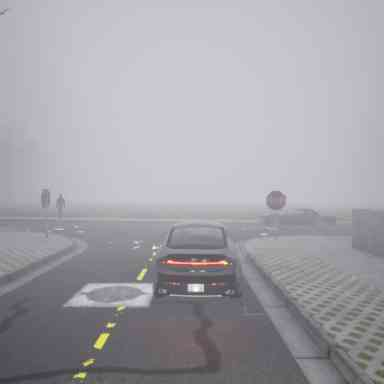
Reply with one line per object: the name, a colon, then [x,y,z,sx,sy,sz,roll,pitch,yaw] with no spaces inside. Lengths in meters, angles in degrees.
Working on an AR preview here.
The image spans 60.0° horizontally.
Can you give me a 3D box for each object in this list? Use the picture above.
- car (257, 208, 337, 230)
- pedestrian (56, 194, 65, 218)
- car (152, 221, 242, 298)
car: [6.705,1.704,21.687,4.718,1.301,1.895,1,0,-1]
pedestrian: [-9.685,0.997,24.504,0.375,1.860,0.375,0,-1,0]
car: [0.176,1.503,8.500,1.837,1.490,4.892,0,0,3]
